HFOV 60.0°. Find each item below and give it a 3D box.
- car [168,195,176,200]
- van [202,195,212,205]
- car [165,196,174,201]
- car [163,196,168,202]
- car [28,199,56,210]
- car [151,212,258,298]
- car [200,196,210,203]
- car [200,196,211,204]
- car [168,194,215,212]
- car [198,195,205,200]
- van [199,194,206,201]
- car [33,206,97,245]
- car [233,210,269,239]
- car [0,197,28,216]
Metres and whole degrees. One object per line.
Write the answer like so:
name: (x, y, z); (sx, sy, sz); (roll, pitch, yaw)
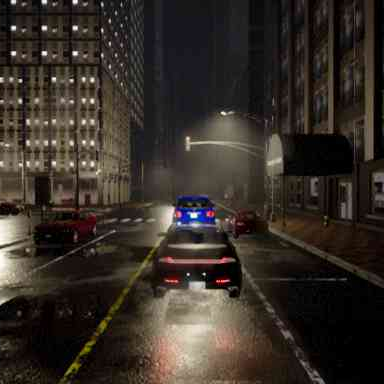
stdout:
car: (-5.673, 1.599, 94.875); (1.947, 1.339, 4.313); (0, 0, 0)
van: (2.698, 1.370, 60.692); (1.690, 1.788, 3.998); (0, 0, 0)
car: (-5.676, 1.599, 83.481); (1.947, 1.339, 4.313); (0, 0, 0)
car: (-5.677, 1.578, 77.784); (1.887, 1.381, 4.507); (0, 0, 0)
car: (-18.514, 1.526, 39.448); (4.403, 1.369, 2.008); (0, 0, 1)
car: (0.101, 1.497, 8.499); (2.128, 1.511, 4.902); (0, 0, 0)
car: (2.701, 1.583, 72.085); (2.008, 1.369, 4.403); (0, 0, 0)
car: (2.700, 1.582, 66.388); (2.008, 1.369, 4.403); (0, 0, 0)
car: (0.093, 1.232, 18.417); (2.150, 2.045, 5.566); (0, 0, 0)
car: (2.707, 1.615, 94.872); (1.802, 1.307, 4.206); (0, 0, 0)
van: (2.705, 1.375, 89.175); (1.690, 1.788, 3.998); (0, 0, 0)
car: (-5.822, 1.554, 15.724); (1.887, 1.381, 4.507); (0, 0, 0)
car: (2.818, 1.592, 17.099); (1.802, 1.307, 4.206); (0, 0, 0)
car: (-18.602, 1.329, 31.067); (5.009, 1.841, 2.192); (0, 0, 1)
